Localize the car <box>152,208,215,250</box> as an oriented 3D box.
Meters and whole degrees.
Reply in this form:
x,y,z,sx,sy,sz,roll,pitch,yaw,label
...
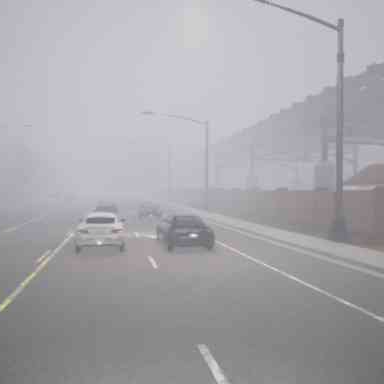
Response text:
x,y,z,sx,sy,sz,roll,pitch,yaw,label
-0.402,1.654,14.845,1.994,1.385,4.181,1,0,-13,car

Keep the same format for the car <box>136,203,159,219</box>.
x,y,z,sx,sy,sz,roll,pitch,yaw,label
-3.840,1.604,29.264,1.895,1.301,4.718,1,0,-13,car

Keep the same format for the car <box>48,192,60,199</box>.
x,y,z,sx,sy,sz,roll,pitch,yaw,label
-26.682,0.706,64.788,1.895,1.301,4.718,1,1,-13,car

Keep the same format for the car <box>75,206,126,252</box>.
x,y,z,sx,sy,sz,roll,pitch,yaw,label
-3.829,1.566,14.127,1.812,1.442,4.674,1,0,-13,car

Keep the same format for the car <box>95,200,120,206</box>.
x,y,z,sx,sy,sz,roll,pitch,yaw,label
-7.320,1.427,28.801,1.882,1.535,5.008,1,1,-13,car

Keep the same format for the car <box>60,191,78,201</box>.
x,y,z,sx,sy,sz,roll,pitch,yaw,label
-22.076,0.613,60.431,2.097,1.767,4.553,1,1,-13,car
